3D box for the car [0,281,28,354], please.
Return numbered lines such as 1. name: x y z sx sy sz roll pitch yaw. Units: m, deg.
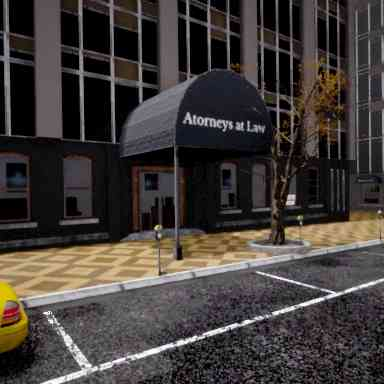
1. car: -4.428 1.526 3.438 4.829 1.417 1.752 0 -1 -35
